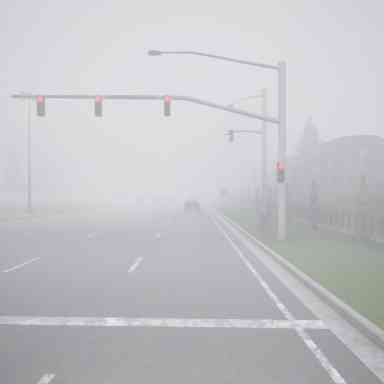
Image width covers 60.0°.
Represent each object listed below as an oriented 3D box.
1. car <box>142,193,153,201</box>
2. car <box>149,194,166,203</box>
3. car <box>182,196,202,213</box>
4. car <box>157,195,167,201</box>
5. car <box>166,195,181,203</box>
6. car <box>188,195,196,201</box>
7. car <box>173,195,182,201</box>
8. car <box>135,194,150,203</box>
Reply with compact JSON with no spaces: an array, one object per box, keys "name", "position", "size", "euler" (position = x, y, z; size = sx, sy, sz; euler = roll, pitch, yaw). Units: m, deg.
[{"name":"car","position":[-10.481,1.187,78.503],"size":[2.097,1.767,4.553],"euler":[0,0,0]},{"name":"car","position":[-6.984,1.477,68.112],"size":[1.882,1.535,5.008],"euler":[0,0,0]},{"name":"car","position":[0.009,1.504,37.497],"size":[1.837,1.490,4.892],"euler":[0,0,0]},{"name":"car","position":[-6.981,1.385,78.532],"size":[1.994,1.385,4.181],"euler":[0,0,0]},{"name":"car","position":[-3.484,1.491,68.111],"size":[2.128,1.511,4.902],"euler":[0,0,0]},{"name":"car","position":[0.019,1.356,78.530],"size":[1.812,1.442,4.674],"euler":[0,0,0]},{"name":"car","position":[-3.481,1.427,78.561],"size":[1.895,1.301,4.718],"euler":[0,0,0]},{"name":"car","position":[-10.484,1.564,68.496],"size":[1.994,1.385,4.181],"euler":[0,0,0]}]
